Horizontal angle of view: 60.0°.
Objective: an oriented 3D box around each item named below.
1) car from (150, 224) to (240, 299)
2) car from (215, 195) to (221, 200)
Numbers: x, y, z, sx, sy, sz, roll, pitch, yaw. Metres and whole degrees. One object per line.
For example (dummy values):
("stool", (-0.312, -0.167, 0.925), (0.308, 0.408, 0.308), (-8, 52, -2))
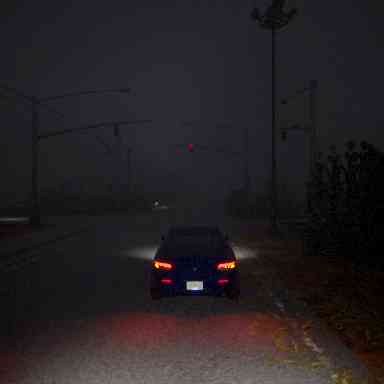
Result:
("car", (0.073, 1.526, 8.313), (1.812, 1.442, 4.674), (0, 0, 1))
("car", (6.602, 1.460, 80.807), (1.895, 1.301, 4.718), (0, -1, 6))
